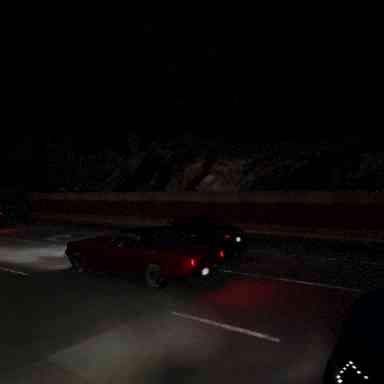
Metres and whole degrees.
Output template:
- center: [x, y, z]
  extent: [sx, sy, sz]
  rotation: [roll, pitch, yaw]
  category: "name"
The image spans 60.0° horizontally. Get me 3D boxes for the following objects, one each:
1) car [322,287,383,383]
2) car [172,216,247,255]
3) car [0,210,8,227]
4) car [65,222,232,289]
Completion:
- center: [3.537, 1.206, 1.463]
  extent: [5.566, 2.045, 2.150]
  rotation: [0, 0, 36]
  category: "car"
- center: [-0.043, 1.620, 12.624]
  extent: [4.181, 1.385, 1.994]
  rotation: [-1, 0, 36]
  category: "car"
- center: [-14.746, 1.673, 23.119]
  extent: [5.008, 1.535, 1.882]
  rotation: [-1, 0, 36]
  category: "car"
- center: [-1.479, 1.651, 9.347]
  extent: [4.718, 1.301, 1.895]
  rotation: [-1, 0, 36]
  category: "car"
